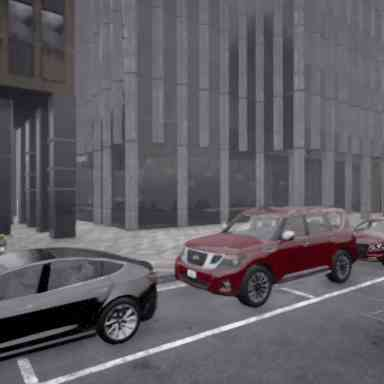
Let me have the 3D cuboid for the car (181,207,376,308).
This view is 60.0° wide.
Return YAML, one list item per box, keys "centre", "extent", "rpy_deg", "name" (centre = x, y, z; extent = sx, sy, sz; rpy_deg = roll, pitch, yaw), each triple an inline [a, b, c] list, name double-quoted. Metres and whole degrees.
- centre: [2.045, 1.316, 8.111]
  extent: [5.009, 1.841, 2.192]
  rpy_deg: [0, 0, -35]
  name: "car"

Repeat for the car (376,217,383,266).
- centre: [6.634, 1.547, 11.384]
  extent: [4.507, 1.381, 1.887]
  rpy_deg: [0, 0, -35]
  name: "car"

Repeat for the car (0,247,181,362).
- centre: [-2.543, 1.566, 4.837]
  extent: [4.313, 1.339, 1.947]
  rpy_deg: [0, 0, -35]
  name: "car"
